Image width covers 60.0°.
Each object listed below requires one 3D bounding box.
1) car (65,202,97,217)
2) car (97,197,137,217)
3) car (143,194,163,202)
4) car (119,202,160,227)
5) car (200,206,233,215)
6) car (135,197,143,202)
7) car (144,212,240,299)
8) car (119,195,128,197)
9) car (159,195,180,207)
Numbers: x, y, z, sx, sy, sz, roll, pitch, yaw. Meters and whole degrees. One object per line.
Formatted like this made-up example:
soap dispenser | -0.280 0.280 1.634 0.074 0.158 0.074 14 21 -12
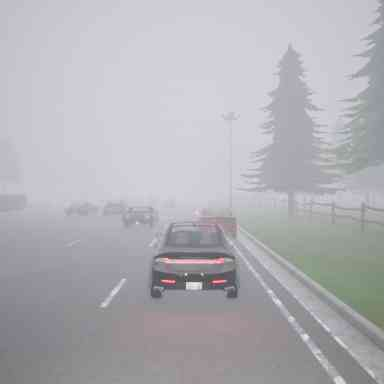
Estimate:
car | -10.381 1.624 31.763 1.895 1.301 4.718 0 0 0
car | -6.881 1.514 31.016 2.128 1.511 4.902 0 0 0
car | -6.864 1.394 59.038 2.097 1.767 4.553 0 0 0
car | -3.386 1.617 22.895 1.895 1.301 4.718 0 0 0
car | 1.235 1.491 17.823 1.882 1.535 5.008 0 0 0
car | -10.361 1.647 63.315 1.895 1.301 4.718 0 0 0
car | 0.057 1.498 8.482 2.128 1.511 4.902 0 0 0
car | -13.860 1.401 67.608 2.097 1.767 4.553 0 0 0
car | -3.368 1.585 50.750 2.033 1.411 5.357 0 0 0
